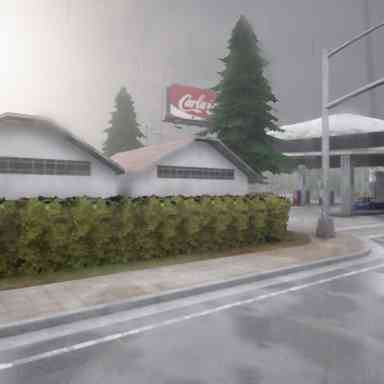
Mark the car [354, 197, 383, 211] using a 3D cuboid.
[{"bbox_3d":[21.210,1.458,39.609,4.611,1.667,2.242,0,0,-36],"label":"car"}]

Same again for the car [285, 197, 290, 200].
[{"bbox_3d":[15.982,1.520,61.471,5.357,1.411,2.033,0,0,-35],"label":"car"}]

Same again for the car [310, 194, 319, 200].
[{"bbox_3d":[32.257,1.286,89.108,2.152,1.636,5.027,0,0,-36],"label":"car"}]
